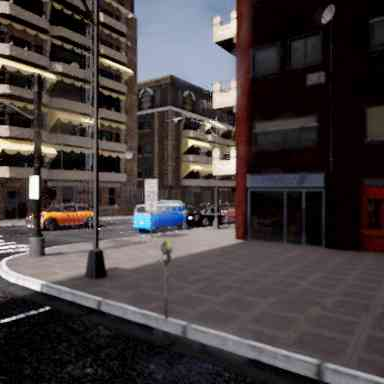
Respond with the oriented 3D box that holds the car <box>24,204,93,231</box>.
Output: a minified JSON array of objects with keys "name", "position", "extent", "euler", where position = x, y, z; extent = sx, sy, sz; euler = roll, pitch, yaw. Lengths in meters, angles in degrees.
[{"name":"car","position":[-8.782,1.579,22.422],"extent":[2.097,1.767,4.553],"euler":[0,-1,35]}]

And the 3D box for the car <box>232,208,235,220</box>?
[{"name":"car","position":[4.264,2.111,30.908],"extent":[1.802,1.307,4.206],"euler":[-1,-2,35]}]

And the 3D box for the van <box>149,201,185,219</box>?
[{"name":"van","position":[-2.578,1.831,35.695],"extent":[1.690,1.788,3.998],"euler":[-1,-2,35]}]

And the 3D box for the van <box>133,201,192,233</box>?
[{"name":"van","position":[-2.001,1.659,21.774],"extent":[1.690,1.788,3.998],"euler":[-1,-2,35]}]

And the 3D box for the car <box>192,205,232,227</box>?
[{"name":"car","position":[1.063,1.989,26.388],"extent":[1.947,1.339,4.313],"euler":[-1,-2,35]}]
